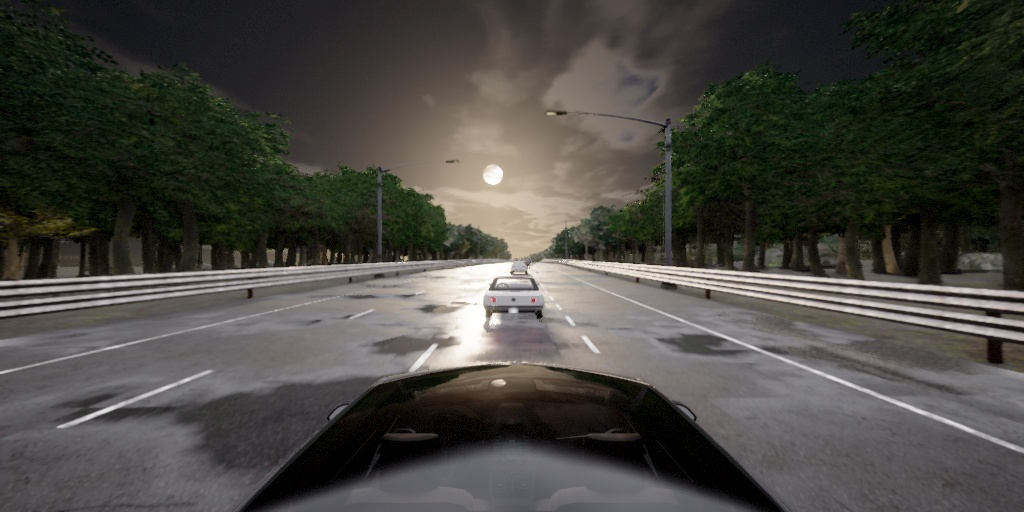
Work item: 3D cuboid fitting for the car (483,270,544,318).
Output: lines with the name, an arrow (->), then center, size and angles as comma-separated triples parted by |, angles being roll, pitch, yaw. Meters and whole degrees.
car -> 0.076, 1.363, 13.031 | 1.895, 1.301, 4.718 | 0, 0, 1

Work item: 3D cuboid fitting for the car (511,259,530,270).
car -> 0.870, 1.329, 42.175 | 1.812, 1.442, 4.674 | 0, 0, 2
